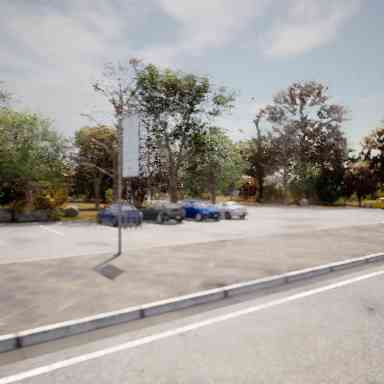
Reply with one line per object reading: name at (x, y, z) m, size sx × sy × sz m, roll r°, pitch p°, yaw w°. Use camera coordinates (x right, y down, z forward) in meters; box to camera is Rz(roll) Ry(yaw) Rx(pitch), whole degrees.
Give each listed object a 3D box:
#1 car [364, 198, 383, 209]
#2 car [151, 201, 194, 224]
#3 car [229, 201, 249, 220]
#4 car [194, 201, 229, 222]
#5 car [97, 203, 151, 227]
car at (26.045, 1.538, 45.187) m, size 2.097 × 1.535 × 5.008 m, roll 0°, pitch 0°, yaw -36°
car at (-2.350, 1.480, 24.882) m, size 2.231 × 1.521 × 4.892 m, roll 0°, pitch 0°, yaw -36°
car at (2.872, 1.529, 28.620) m, size 2.002 × 1.452 × 4.674 m, roll 0°, pitch 0°, yaw -36°
car at (0.306, 1.483, 26.795) m, size 2.097 × 1.535 × 5.008 m, roll 0°, pitch 0°, yaw -36°
car at (-5.016, 1.514, 22.979) m, size 2.002 × 1.452 × 4.674 m, roll 0°, pitch 0°, yaw -36°
